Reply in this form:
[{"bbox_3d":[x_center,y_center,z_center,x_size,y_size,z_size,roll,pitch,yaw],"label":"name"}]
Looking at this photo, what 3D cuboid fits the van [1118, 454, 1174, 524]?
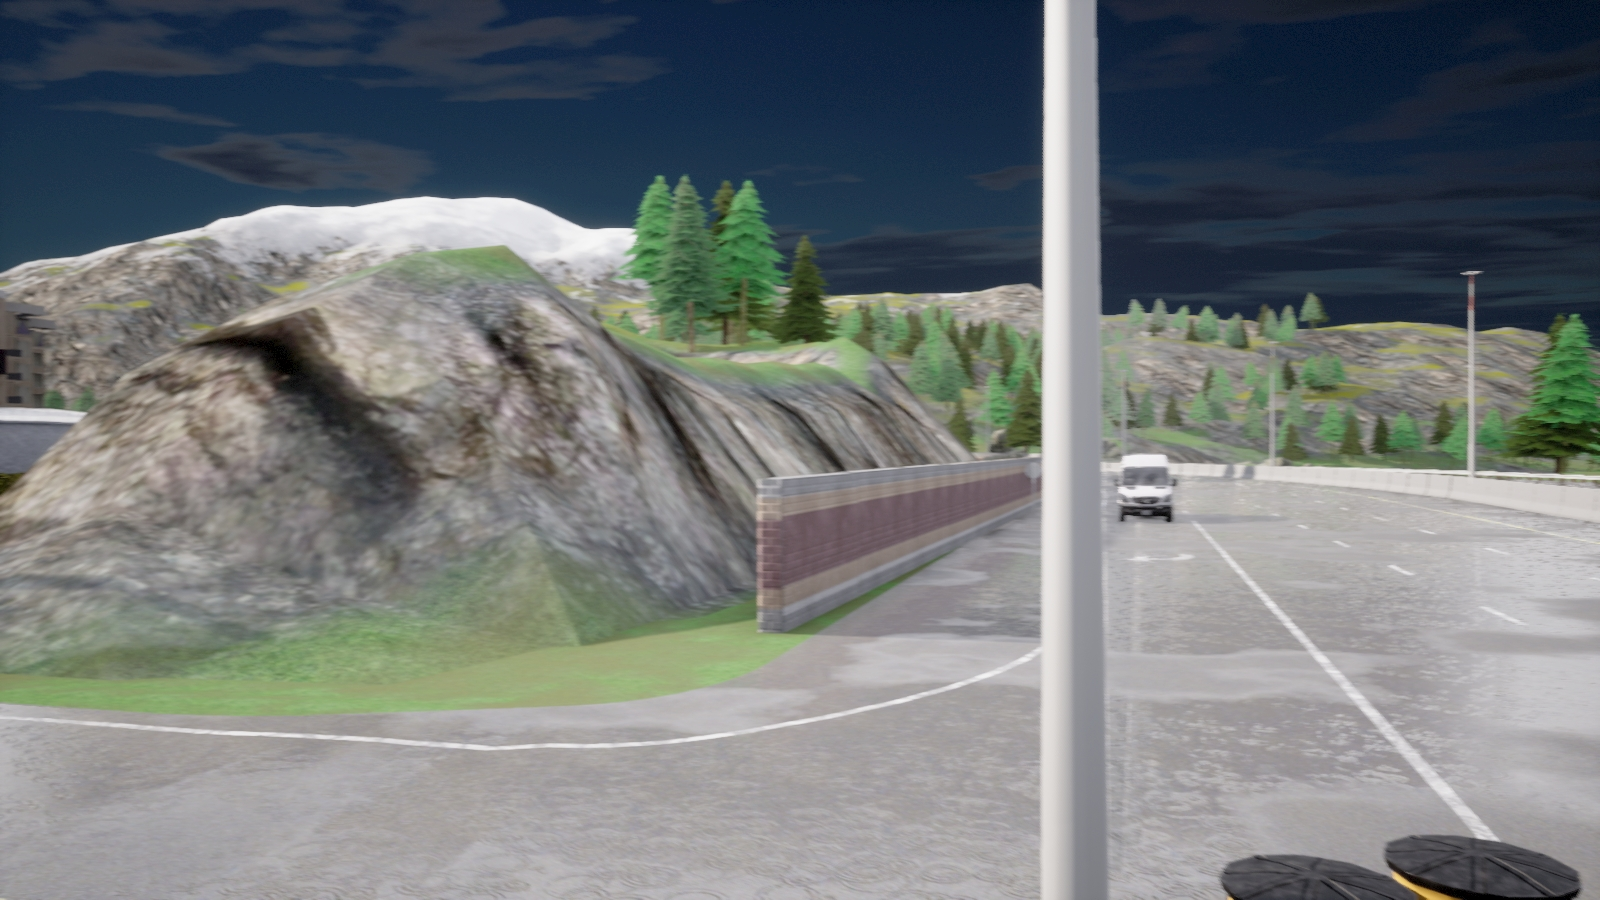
[{"bbox_3d":[13.557,1.442,44.966,1.988,2.561,5.915,0,0,16],"label":"van"}]
